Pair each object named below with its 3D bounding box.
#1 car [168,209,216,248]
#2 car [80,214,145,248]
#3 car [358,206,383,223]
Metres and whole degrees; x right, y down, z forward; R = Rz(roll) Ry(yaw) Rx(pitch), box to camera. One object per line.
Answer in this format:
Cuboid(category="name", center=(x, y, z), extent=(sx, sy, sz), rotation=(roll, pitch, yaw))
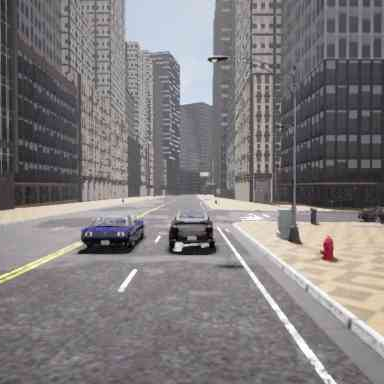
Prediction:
Cuboid(category="car", center=(0.000, 1.490, 14.652), extent=(2.128, 1.511, 4.902), rotation=(0, 0, 0))
Cuboid(category="car", center=(-3.250, 1.611, 14.683), extent=(1.895, 1.301, 4.718), rotation=(0, 0, 0))
Cuboid(category="car", center=(15.921, 1.818, 27.113), extent=(4.403, 1.369, 2.008), rotation=(1, 0, -1))
